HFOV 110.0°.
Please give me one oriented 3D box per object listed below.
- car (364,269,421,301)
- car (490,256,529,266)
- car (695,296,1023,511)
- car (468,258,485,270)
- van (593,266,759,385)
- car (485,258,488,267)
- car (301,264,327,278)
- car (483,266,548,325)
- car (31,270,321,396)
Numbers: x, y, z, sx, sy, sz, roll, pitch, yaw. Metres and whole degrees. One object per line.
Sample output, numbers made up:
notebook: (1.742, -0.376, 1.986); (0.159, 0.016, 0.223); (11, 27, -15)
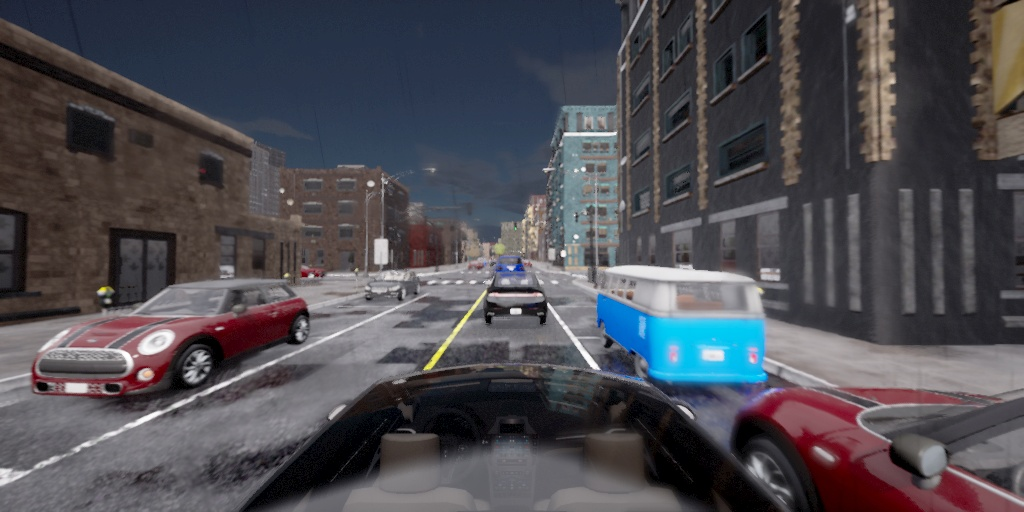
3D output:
car: (-5.690, 1.333, 17.486); (2.007, 1.370, 4.403); (0, 0, 0)
car: (-0.315, 1.026, 27.679); (2.150, 2.045, 5.566); (0, 0, -5)
car: (2.691, 1.189, 1.257); (1.967, 1.591, 4.097); (0, 0, 0)
car: (-5.766, 1.404, 55.442); (1.888, 1.381, 4.507); (0, 0, 0)
van: (2.692, 1.101, 6.664); (1.690, 1.789, 3.998); (0, 0, 0)
car: (-5.690, 1.415, 61.123); (1.888, 1.381, 4.507); (0, 0, 0)
car: (-19.294, 1.427, 32.733); (4.507, 1.381, 1.888); (0, 0, 1)
car: (0.100, 1.263, 11.966); (2.128, 1.511, 4.902); (0, 0, 0)
car: (-5.689, 1.200, 6.672); (1.967, 1.591, 4.097); (0, 0, 0)
